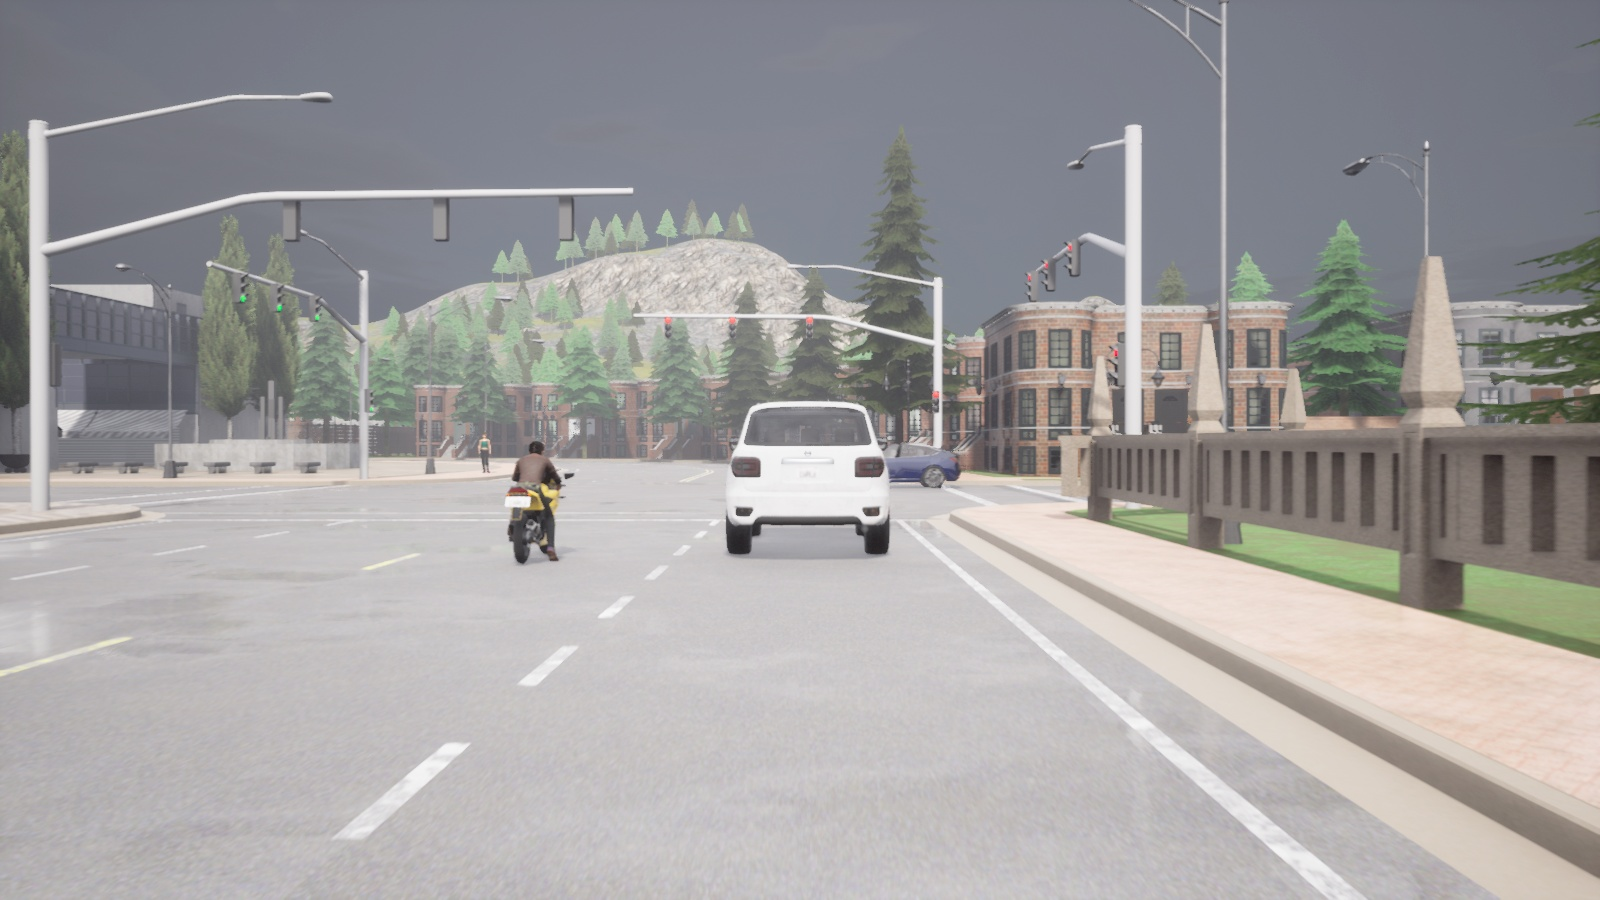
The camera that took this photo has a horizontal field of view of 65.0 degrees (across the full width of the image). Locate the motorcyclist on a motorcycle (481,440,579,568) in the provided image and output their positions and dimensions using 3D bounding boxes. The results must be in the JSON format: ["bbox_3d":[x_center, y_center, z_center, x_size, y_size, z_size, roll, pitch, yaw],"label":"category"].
[{"bbox_3d":[-3.394,0.636,15.977,0.797,1.523,2.044,0,0,0],"label":"motorcyclist on a motorcycle"}]

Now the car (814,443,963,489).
[{"bbox_3d":[2.854,0.515,41.405,4.792,1.488,2.163,0,0,0],"label":"car"}]

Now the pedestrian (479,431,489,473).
[{"bbox_3d":[-13.983,0.080,55.603,0.345,1.836,0.594,0,0,-6],"label":"pedestrian"}]

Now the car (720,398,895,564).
[{"bbox_3d":[0.118,0.363,18.219,2.150,2.045,5.566,0,0,0],"label":"car"}]
